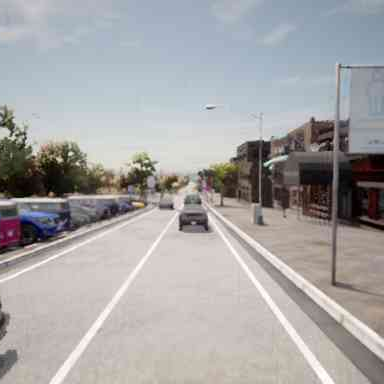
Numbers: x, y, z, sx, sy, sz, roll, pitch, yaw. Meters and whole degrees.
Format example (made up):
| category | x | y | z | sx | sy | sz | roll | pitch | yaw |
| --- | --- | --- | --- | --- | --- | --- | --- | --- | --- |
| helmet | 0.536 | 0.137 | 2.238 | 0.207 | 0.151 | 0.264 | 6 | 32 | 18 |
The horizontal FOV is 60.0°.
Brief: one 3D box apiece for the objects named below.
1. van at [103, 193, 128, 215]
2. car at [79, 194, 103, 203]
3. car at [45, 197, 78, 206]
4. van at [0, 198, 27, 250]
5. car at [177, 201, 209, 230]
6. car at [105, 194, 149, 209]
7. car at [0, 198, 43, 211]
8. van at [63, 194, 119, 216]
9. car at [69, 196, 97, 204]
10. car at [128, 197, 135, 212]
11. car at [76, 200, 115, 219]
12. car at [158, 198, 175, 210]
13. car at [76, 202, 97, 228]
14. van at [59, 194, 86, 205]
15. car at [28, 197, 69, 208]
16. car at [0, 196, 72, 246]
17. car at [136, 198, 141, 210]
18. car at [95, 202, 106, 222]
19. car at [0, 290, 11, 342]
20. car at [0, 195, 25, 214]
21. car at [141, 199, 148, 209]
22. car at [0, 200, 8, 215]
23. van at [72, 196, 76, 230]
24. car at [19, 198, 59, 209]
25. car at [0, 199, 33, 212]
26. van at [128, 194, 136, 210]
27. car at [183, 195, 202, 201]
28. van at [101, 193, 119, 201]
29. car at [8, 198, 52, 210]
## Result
| category | x | y | z | sx | sy | sz | roll | pitch | yaw |
| --- | --- | --- | --- | --- | --- | --- | --- | --- | --- |
| van | -8.856 | 1.390 | 32.261 | 4.442 | 1.987 | 1.878 | 0 | 0 | 0 |
| car | -22.146 | 1.421 | 73.147 | 4.553 | 1.767 | 2.185 | 0 | 0 | 0 |
| car | -22.060 | 1.604 | 56.494 | 4.792 | 1.488 | 2.163 | 0 | 0 | 0 |
| van | -9.059 | 1.329 | 12.634 | 4.442 | 1.987 | 1.878 | 0 | 0 | 0 |
| car | 0.095 | 1.595 | 22.072 | 1.837 | 1.490 | 4.892 | 0 | 0 | 0 |
| car | -8.966 | 1.341 | 46.281 | 5.566 | 2.045 | 2.435 | 0 | 0 | 0 |
| car | -22.073 | 1.599 | 42.616 | 5.008 | 1.535 | 2.097 | 0 | 0 | 0 |
| van | -9.085 | 1.390 | 29.459 | 4.442 | 1.987 | 1.878 | 0 | 0 | 0 |
| car | -22.101 | 1.555 | 67.597 | 5.008 | 1.535 | 2.097 | 0 | 0 | 0 |
| car | -8.972 | 1.612 | 35.068 | 5.008 | 1.535 | 2.097 | 0 | 0 | 0 |
| car | -8.993 | 1.646 | 26.656 | 4.792 | 1.488 | 2.163 | 0 | 0 | 0 |
| car | -3.346 | 1.586 | 44.067 | 1.882 | 1.535 | 5.008 | 0 | 0 | 0 |
| car | -8.962 | 1.601 | 21.045 | 4.892 | 1.521 | 2.231 | 0 | 0 | 0 |
| van | -22.214 | 1.339 | 62.044 | 4.442 | 1.987 | 1.878 | 0 | 0 | 0 |
| car | -21.895 | 1.581 | 50.942 | 5.366 | 1.575 | 1.946 | 0 | 0 | 0 |
| car | -8.919 | 1.321 | 15.438 | 5.566 | 2.045 | 2.435 | 0 | 0 | 0 |
| car | -8.988 | 1.643 | 40.675 | 4.674 | 1.452 | 2.002 | 0 | 0 | 0 |
| car | -8.957 | 1.650 | 23.848 | 4.674 | 1.452 | 2.002 | 0 | 0 | 0 |
| car | -3.351 | 1.559 | 2.116 | 2.033 | 1.411 | 5.357 | 0 | 0 | 0 |
| car | -22.031 | 1.357 | 37.064 | 5.566 | 2.045 | 2.435 | 0 | 0 | 0 |
| car | -8.804 | 1.594 | 43.478 | 5.366 | 1.575 | 1.946 | 0 | 0 | 0 |
| car | -22.049 | 1.615 | 34.290 | 4.892 | 1.521 | 2.231 | 0 | 0 | 0 |
| van | -9.068 | 1.363 | 18.238 | 4.442 | 1.987 | 1.878 | 0 | 0 | 0 |
| car | -22.106 | 1.619 | 48.167 | 4.792 | 1.488 | 2.163 | 0 | 0 | 0 |
| car | -22.069 | 1.604 | 39.840 | 5.008 | 1.535 | 2.097 | 0 | 0 | 0 |
| van | -9.098 | 1.382 | 37.871 | 4.442 | 1.987 | 1.878 | 0 | 0 | 0 |
| car | 0.091 | 1.331 | 40.608 | 2.150 | 2.045 | 5.566 | 0 | 0 | 0 |
| van | -22.023 | 1.302 | 89.798 | 4.442 | 1.987 | 1.878 | 0 | 0 | 0 |
| car | -22.079 | 1.595 | 45.392 | 4.892 | 1.521 | 2.231 | 0 | 0 | 0 |
